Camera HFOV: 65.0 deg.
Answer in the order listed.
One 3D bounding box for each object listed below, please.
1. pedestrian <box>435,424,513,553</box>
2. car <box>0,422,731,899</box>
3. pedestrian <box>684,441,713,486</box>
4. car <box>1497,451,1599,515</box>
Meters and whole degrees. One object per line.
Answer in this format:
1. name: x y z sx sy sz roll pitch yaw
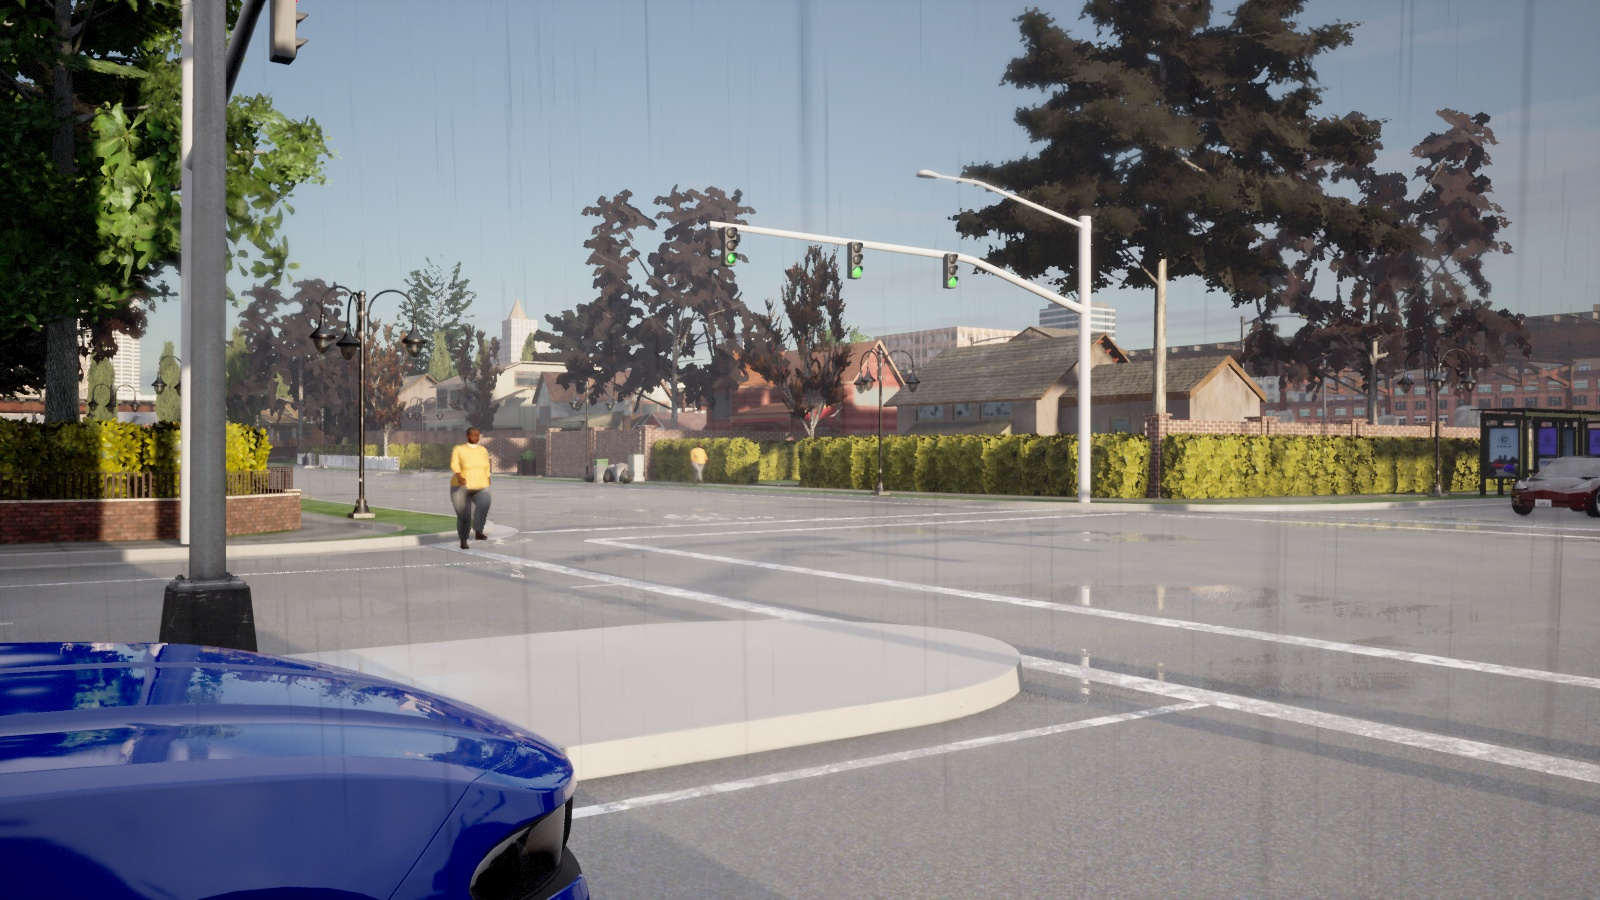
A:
1. pedestrian: -4.849 0.559 18.645 0.874 1.855 0.900 0 0 -33
2. car: -2.727 0.733 1.760 5.008 1.535 1.882 0 0 -35
3. pedestrian: -4.243 0.547 52.531 0.874 1.855 0.900 0 0 -34
4. car: 19.779 0.780 31.474 4.792 1.488 2.163 0 0 -35
